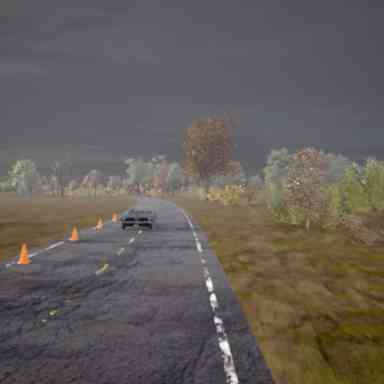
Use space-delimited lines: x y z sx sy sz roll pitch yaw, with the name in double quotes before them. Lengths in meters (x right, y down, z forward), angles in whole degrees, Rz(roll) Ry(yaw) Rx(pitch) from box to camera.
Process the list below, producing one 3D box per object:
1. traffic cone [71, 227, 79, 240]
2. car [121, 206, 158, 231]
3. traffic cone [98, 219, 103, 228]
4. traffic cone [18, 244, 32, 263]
"traffic cone" -5.472 1.940 15.548 0.340 0.580 0.340 0 0 -2
"car" -3.197 1.576 20.783 1.895 1.301 4.718 0 0 -3
"traffic cone" -5.665 1.933 20.517 0.340 0.580 0.340 0 0 -3
"traffic cone" -5.329 1.946 10.577 0.340 0.580 0.340 0 0 -1
